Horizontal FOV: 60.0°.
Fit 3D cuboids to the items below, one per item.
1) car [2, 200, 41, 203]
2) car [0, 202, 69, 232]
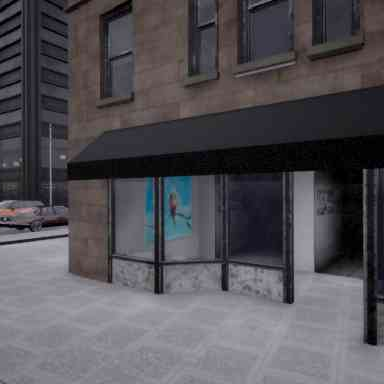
[{"bbox_3d":[-11.369,1.311,21.013,2.097,1.767,4.553,0,0,35],"label":"car"},{"bbox_3d":[-8.451,1.491,19.765,2.033,1.411,5.357,0,0,35],"label":"car"}]
